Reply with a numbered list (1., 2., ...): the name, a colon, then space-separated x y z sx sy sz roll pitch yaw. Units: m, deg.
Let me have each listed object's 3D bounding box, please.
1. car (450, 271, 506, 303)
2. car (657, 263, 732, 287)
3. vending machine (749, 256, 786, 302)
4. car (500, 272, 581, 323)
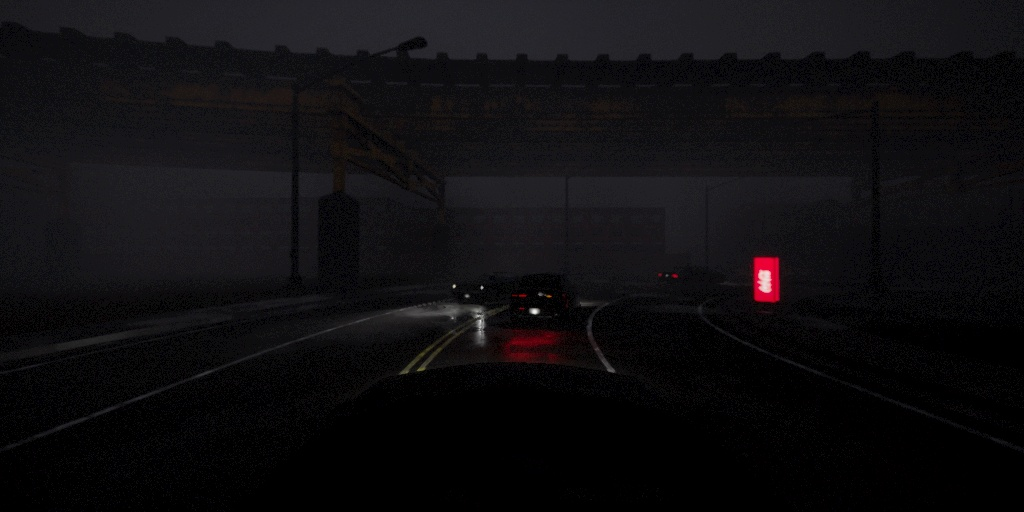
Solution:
1. car: -0.917 1.420 17.343 1.895 1.301 4.718 0 0 28
2. car: 13.033 1.404 25.946 5.357 1.411 2.033 0 0 -25
3. vending machine: 11.025 1.006 15.555 1.100 2.100 0.880 0 0 42
4. car: 1.243 1.304 12.456 1.837 1.490 4.892 -1 0 15
